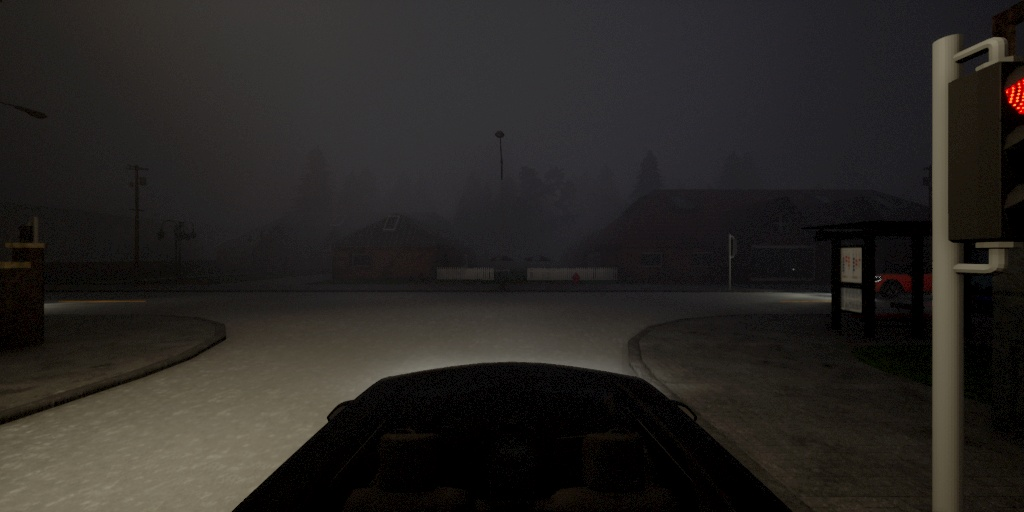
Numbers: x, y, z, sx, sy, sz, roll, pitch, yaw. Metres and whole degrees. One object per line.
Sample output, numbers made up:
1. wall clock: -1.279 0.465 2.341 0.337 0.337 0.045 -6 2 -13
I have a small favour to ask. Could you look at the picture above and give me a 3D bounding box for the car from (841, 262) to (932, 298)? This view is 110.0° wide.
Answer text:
1. car: 19.213 1.098 17.835 4.553 1.767 2.097 0 0 0
